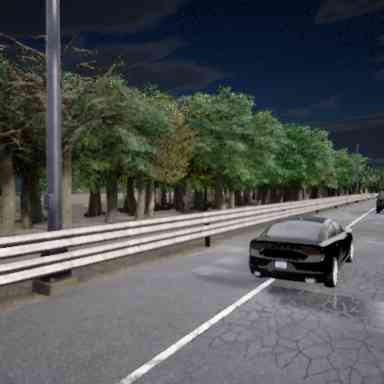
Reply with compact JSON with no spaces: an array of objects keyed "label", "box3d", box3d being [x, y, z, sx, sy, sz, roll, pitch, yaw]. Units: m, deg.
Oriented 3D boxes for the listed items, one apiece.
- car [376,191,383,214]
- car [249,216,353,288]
[{"label":"car","box3d":[18.535,0.925,31.032,2.150,2.045,5.566,0,0,33]},{"label":"car","box3d":[3.244,1.401,9.278,1.882,1.535,5.008,0,0,32]}]
